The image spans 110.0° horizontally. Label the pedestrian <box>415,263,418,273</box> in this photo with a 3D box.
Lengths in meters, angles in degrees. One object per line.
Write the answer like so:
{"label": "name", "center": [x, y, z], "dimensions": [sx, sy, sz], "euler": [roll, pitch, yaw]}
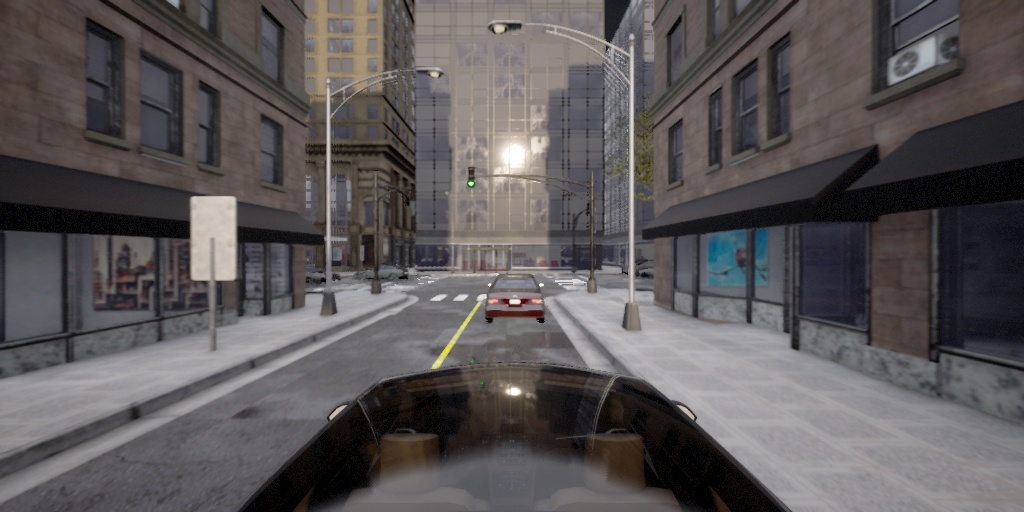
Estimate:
{"label": "pedestrian", "center": [-9.719, 1.268, 36.435], "dimensions": [0.500, 1.100, 0.500], "euler": [0, 1, 0]}

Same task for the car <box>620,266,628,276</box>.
{"label": "car", "center": [12.312, 1.095, 32.378], "dimensions": [4.892, 1.490, 1.837], "euler": [0, 0, -1]}

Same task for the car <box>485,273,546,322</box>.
{"label": "car", "center": [0.133, 1.288, 12.262], "dimensions": [2.033, 1.411, 5.357], "euler": [0, 0, 1]}

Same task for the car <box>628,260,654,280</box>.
{"label": "car", "center": [12.656, 1.152, 29.125], "dimensions": [5.357, 1.411, 2.033], "euler": [0, 0, 0]}

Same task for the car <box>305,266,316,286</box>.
{"label": "car", "center": [-15.744, 1.078, 22.296], "dimensions": [5.566, 2.045, 2.150], "euler": [0, 0, 0]}

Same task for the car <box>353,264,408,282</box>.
{"label": "car", "center": [-10.549, 1.347, 28.925], "dimensions": [4.181, 1.385, 1.994], "euler": [0, 0, 3]}

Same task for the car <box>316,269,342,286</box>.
{"label": "car", "center": [-15.122, 1.381, 25.584], "dimensions": [5.357, 1.411, 2.033], "euler": [0, 0, 2]}
